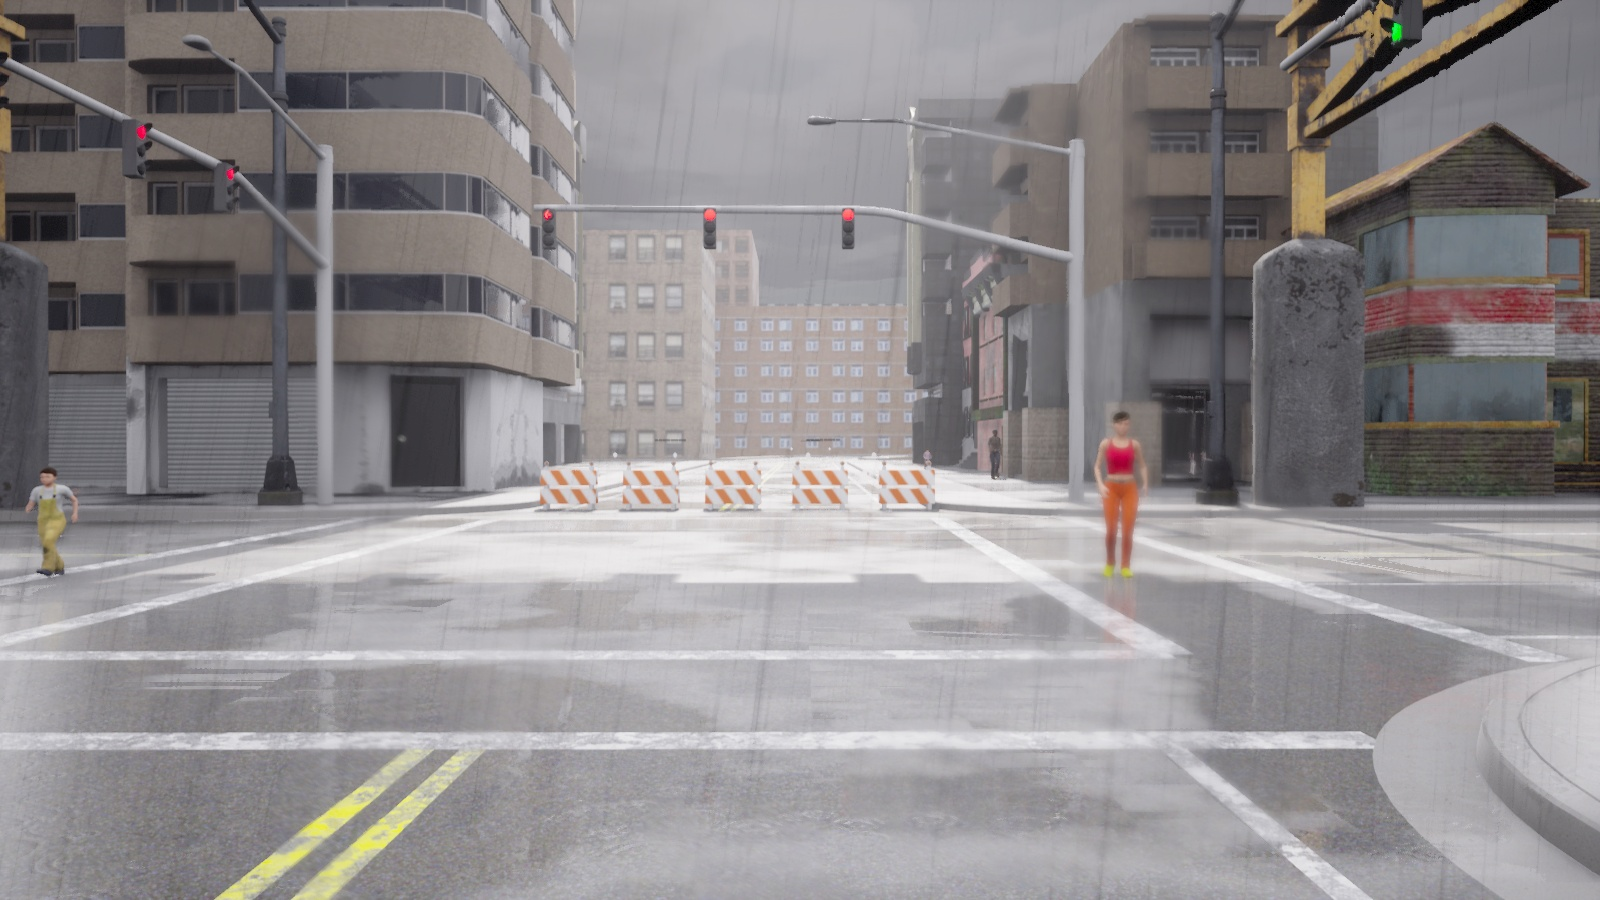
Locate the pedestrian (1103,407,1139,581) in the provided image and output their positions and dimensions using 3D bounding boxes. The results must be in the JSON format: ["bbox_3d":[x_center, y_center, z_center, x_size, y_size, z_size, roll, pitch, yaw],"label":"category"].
[{"bbox_3d":[3.476,0.462,13.608,0.345,1.836,0.594,0,0,11],"label":"pedestrian"}]

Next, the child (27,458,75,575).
[{"bbox_3d":[-8.259,0.728,13.860,0.270,1.263,0.437,0,0,0],"label":"child"}]

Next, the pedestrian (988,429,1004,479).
[{"bbox_3d":[7.061,0.134,45.296,0.328,1.805,0.869,0,0,-7],"label":"pedestrian"}]
